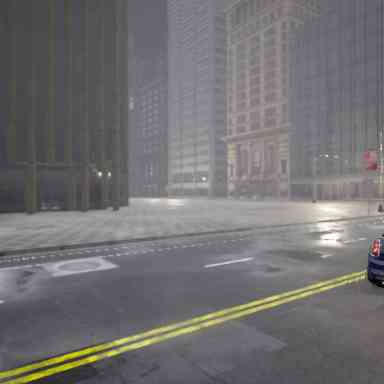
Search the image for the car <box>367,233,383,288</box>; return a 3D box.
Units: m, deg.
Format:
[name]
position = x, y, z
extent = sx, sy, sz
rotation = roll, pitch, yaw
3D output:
[car]
position = 6.161, 1.282, 7.833
extent = 4.553, 1.767, 2.097
rotation = 0, 0, -35
